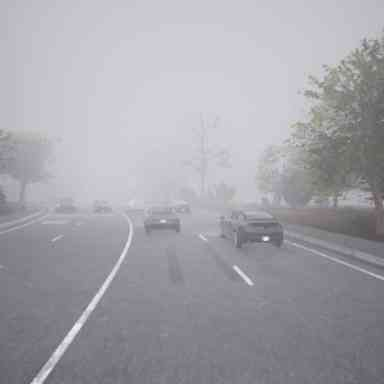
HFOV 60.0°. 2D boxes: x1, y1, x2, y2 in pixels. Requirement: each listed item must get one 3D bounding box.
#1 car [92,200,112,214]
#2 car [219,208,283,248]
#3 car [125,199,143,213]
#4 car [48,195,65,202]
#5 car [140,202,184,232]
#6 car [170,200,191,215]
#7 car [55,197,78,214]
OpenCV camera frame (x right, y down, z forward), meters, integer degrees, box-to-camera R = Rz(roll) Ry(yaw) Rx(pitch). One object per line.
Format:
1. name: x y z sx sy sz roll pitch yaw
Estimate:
1. car: -9.690 1.519 35.692 2.033 1.411 5.357 0 0 -19
2. car: 2.456 1.479 14.729 1.837 1.490 4.892 0 0 -7
3. car: -6.260 1.492 36.964 1.812 1.442 4.674 0 0 -18
4. car: -29.091 1.333 71.325 2.033 1.411 5.357 0 0 -39
5. car: -1.889 1.542 19.919 1.994 1.385 4.181 0 0 -10
6. car: -1.437 1.489 33.228 1.812 1.442 4.674 0 0 -16
7. car: -13.364 1.329 35.489 2.097 1.767 4.553 0 0 -20
